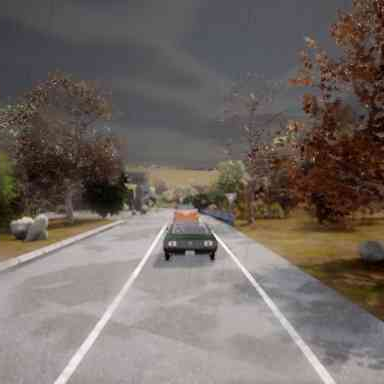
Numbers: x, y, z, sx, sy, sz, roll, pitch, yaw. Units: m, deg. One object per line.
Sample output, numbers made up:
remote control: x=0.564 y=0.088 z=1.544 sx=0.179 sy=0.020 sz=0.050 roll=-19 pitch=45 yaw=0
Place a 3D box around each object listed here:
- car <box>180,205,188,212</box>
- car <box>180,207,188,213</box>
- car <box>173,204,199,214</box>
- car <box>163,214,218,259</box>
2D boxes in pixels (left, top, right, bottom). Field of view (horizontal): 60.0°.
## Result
car: x=-2.205 y=4.458 z=90.001 sx=2.150 sy=2.045 sz=5.566 roll=0 pitch=-3 yaw=-2
car: x=-1.869 y=4.192 z=77.760 sx=1.837 sy=1.490 sz=4.892 roll=0 pitch=-3 yaw=-2
car: x=-0.516 y=1.816 z=28.397 sx=2.097 sy=1.767 sz=4.553 roll=0 pitch=-2 yaw=-1
car: x=-0.107 y=1.792 z=13.366 sx=1.895 sy=1.301 sz=4.718 roll=0 pitch=-1 yaw=-1
